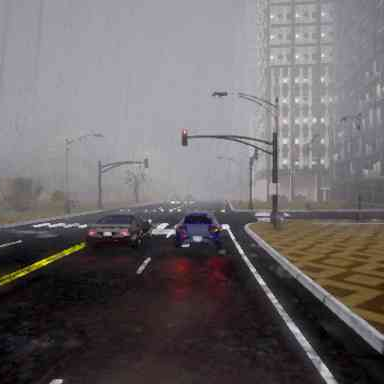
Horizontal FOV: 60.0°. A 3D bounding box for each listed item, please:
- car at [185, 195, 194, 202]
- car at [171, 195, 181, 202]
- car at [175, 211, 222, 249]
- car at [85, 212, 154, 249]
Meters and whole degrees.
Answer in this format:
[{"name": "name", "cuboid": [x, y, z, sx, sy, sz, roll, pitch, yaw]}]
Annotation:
[{"name": "car", "cuboid": [-0.585, 1.488, 78.338, 1.837, 1.490, 4.892, 0, 0, 6]}, {"name": "car", "cuboid": [-3.819, 1.512, 78.654, 2.128, 1.511, 4.902, 0, 0, 6]}, {"name": "car", "cuboid": [0.300, 1.530, 14.423, 1.812, 1.442, 4.674, 0, 0, 2]}, {"name": "car", "cuboid": [-2.948, 1.559, 14.555, 2.033, 1.411, 5.357, 0, 0, 2]}]
